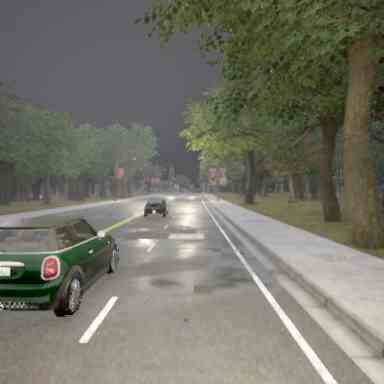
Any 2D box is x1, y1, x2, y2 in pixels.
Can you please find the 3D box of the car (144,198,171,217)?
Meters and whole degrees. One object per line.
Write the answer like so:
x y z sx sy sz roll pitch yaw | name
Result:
-3.054 1.332 29.375 1.837 1.490 4.892 0 0 0 | car

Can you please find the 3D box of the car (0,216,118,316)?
-3.138 1.321 7.602 2.097 1.767 4.553 0 0 0 | car
